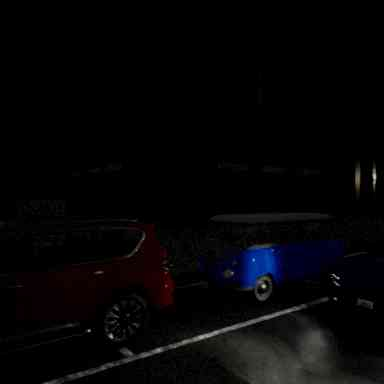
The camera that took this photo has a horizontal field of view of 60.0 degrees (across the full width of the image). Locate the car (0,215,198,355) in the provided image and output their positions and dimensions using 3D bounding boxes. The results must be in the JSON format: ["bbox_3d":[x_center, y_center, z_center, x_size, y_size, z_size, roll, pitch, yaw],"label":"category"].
[{"bbox_3d":[-2.619,1.320,4.783,5.009,1.841,2.192,1,-1,-35],"label":"car"}]

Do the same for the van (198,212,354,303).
[{"bbox_3d":[1.970,1.398,8.054,3.998,1.788,1.690,1,-1,-35],"label":"van"}]

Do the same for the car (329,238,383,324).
[{"bbox_3d":[4.831,1.550,6.822,5.008,1.535,1.882,1,0,-35],"label":"car"}]
